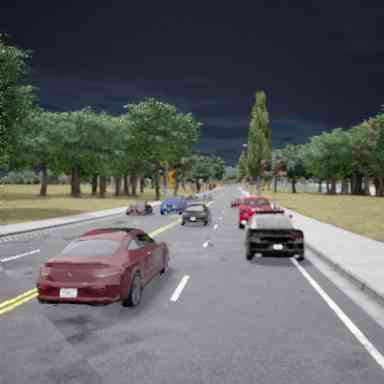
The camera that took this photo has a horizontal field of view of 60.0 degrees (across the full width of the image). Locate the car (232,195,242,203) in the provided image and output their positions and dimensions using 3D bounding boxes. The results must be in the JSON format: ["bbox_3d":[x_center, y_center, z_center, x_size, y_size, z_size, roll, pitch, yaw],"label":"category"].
[{"bbox_3d":[8.404,1.344,62.248,1.895,1.301,4.718,0,1,7],"label":"car"}]

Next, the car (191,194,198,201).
[{"bbox_3d":[0.140,1.193,74.330,1.994,1.385,4.181,0,1,7],"label":"car"}]

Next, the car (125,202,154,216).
[{"bbox_3d":[-5.240,1.679,33.656,1.994,1.385,4.181,0,0,7],"label":"car"}]

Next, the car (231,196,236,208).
[{"bbox_3d":[6.407,1.529,46.828,1.895,1.301,4.718,0,1,8],"label":"car"}]

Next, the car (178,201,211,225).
[{"bbox_3d":[0.389,1.640,24.926,1.812,1.442,4.674,0,0,8],"label":"car"}]

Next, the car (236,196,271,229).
[{"bbox_3d":[4.235,1.321,22.567,2.150,2.045,5.566,0,0,7],"label":"car"}]

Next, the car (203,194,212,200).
[{"bbox_3d":[3.577,1.108,75.563,2.128,1.511,4.902,0,1,7],"label":"car"}]

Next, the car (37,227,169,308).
[{"bbox_3d":[-1.817,1.577,7.986,1.812,1.442,4.674,0,0,7],"label":"car"}]

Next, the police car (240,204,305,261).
[{"bbox_3d":[2.959,1.486,12.732,1.930,1.638,5.238,0,0,7],"label":"police car"}]

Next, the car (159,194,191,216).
[{"bbox_3d":[-1.840,1.315,34.621,2.150,2.045,5.566,0,0,7],"label":"car"}]
